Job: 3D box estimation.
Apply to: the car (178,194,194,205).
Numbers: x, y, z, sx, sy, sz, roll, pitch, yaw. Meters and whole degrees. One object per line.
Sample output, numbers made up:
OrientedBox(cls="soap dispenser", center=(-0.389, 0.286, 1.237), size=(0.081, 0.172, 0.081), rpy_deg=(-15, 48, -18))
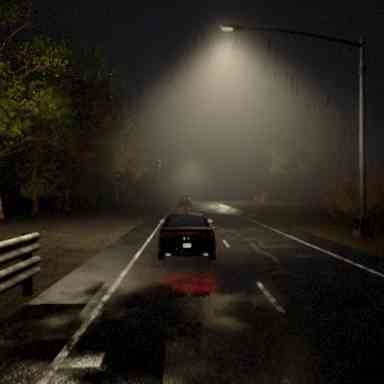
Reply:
OrientedBox(cls="car", center=(-1.107, 1.503, 51.642), size=(2.128, 1.511, 4.902), rpy_deg=(0, 0, -1))

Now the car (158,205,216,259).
OrientedBox(cls="car", center=(-0.207, 1.486, 12.605), size=(1.882, 1.535, 5.008), rpy_deg=(0, 0, -1))
